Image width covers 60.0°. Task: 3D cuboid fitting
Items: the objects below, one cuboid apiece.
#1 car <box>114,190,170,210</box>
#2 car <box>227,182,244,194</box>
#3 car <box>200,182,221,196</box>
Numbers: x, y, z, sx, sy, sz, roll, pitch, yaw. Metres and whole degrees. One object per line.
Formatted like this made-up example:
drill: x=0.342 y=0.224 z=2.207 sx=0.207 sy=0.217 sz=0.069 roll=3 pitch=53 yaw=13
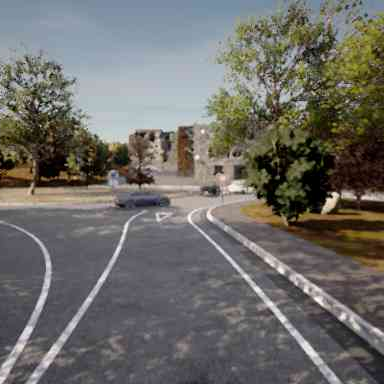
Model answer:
car: x=-3.770 y=0.519 z=25.270 sx=4.181 sy=1.385 sz=1.994 roll=-2 pitch=4 yaw=-31
car: x=5.604 y=-0.563 z=42.877 sx=1.812 sy=1.442 sz=4.674 roll=0 pitch=3 yaw=2
car: x=2.188 y=-0.360 z=39.307 sx=1.837 sy=1.490 sz=4.892 roll=2 pitch=4 yaw=14
